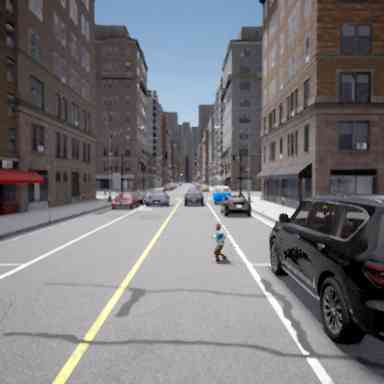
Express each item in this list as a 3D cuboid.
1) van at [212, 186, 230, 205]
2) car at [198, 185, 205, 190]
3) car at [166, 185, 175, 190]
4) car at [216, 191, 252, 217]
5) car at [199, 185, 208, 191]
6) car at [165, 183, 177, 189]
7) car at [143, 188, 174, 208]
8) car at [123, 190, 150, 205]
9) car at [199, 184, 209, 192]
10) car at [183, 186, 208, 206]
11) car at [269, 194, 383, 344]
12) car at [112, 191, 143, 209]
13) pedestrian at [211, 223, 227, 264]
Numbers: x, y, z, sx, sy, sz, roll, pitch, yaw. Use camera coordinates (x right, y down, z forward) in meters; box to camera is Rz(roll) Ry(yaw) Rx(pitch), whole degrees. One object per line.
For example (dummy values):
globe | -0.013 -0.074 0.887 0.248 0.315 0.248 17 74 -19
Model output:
van | 2.974 0.310 33.605 1.690 1.788 3.998 0 2 0
car | 2.684 -1.375 94.875 1.887 1.381 4.507 0 2 -1
car | -5.785 -1.196 89.266 2.008 1.369 4.403 0 2 -1
car | 2.936 0.867 22.719 1.947 1.339 4.313 0 2 0
car | 2.796 -1.024 83.828 2.008 1.369 4.403 0 2 -1
car | -5.729 -1.259 83.735 2.192 1.841 5.009 0 2 -1
car | -2.977 0.646 29.860 1.994 1.385 4.181 0 2 0
car | -5.551 0.532 33.632 1.947 1.339 4.313 0 2 0
car | 2.907 -0.713 72.952 1.752 1.417 4.829 0 2 -1
car | 0.204 0.492 32.498 2.128 1.511 4.902 0 2 0
car | 3.022 1.030 6.191 2.150 2.045 5.566 0 2 0
car | -5.570 0.714 28.184 1.802 1.307 4.206 0 2 0
pedestrian | 0.794 1.392 9.068 0.500 1.100 0.500 0 2 -10
